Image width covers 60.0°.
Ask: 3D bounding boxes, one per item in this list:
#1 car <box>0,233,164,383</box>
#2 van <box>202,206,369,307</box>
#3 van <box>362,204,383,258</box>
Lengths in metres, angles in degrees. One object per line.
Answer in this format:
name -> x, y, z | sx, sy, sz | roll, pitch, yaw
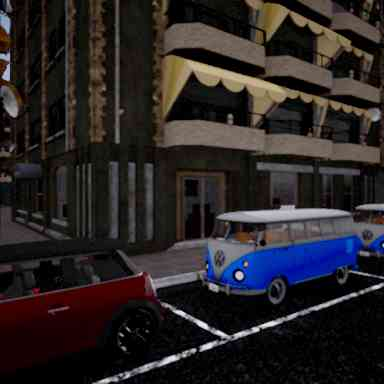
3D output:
car -> -2.500, 1.438, 4.310 | 4.097, 1.590, 1.967 | 0, 1, -36
van -> 2.125, 1.304, 7.623 | 3.998, 1.788, 1.690 | 0, 1, -36
van -> 6.750, 1.271, 10.937 | 3.998, 1.788, 1.690 | 0, 0, -36
